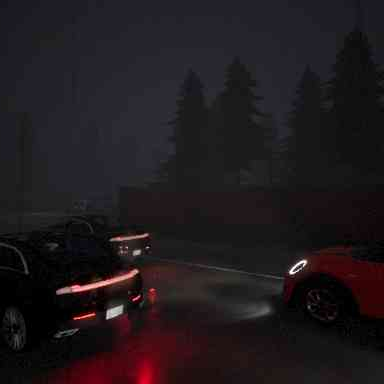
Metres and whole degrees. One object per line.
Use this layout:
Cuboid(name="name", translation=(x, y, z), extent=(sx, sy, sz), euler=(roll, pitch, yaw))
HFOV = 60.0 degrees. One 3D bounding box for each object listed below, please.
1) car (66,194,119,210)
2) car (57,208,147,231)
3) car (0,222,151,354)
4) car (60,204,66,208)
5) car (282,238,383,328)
Cuboid(name="car", translation=(-10.527, 1.221, 36.578), extent=(2.150, 2.045, 5.566), euler=(0, 0, 32))
Cuboid(name="car", translation=(-3.496, 1.492, 10.801), extent=(4.902, 1.511, 2.128), euler=(0, 0, 37))
Cuboid(name="car", translation=(-3.061, 1.492, 6.147), extent=(4.902, 1.511, 2.128), euler=(0, 0, 36))
Cuboid(name="car", translation=(-12.947, 1.601, 39.131), extent=(1.895, 1.301, 4.718), euler=(0, 0, 35))
Cuboid(name="car", translation=(3.885, 1.352, 5.521), extent=(4.553, 1.767, 2.097), euler=(0, 0, 36))
